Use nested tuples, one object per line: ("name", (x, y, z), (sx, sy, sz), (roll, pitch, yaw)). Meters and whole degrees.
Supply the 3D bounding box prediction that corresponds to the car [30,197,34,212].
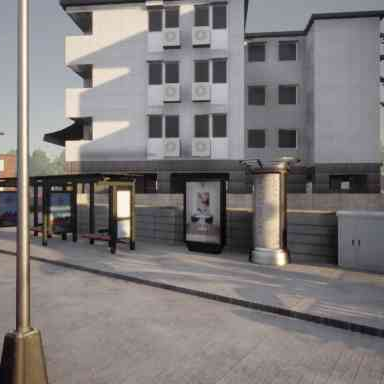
("car", (-16.870, 1.352, 34.257), (2.097, 1.767, 4.553), (0, 0, 36))
